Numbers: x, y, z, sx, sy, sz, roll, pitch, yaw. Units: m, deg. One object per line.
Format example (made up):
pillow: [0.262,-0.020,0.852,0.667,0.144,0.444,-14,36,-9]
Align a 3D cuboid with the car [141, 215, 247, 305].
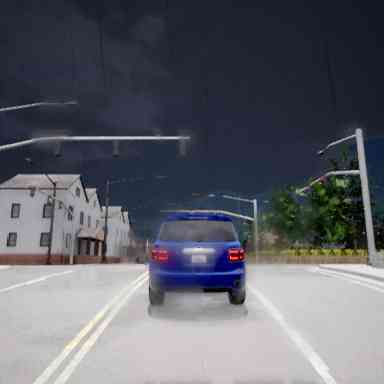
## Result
car: [0.081,1.767,9.309,2.150,2.045,5.566,0,-7,-1]

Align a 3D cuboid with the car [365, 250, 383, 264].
car: [17.895,5.672,29.577,4.553,1.767,2.097,0,-12,1]

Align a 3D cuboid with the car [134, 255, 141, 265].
car: [-2.749,5.938,29.791,4.718,1.301,1.895,0,-13,1]
